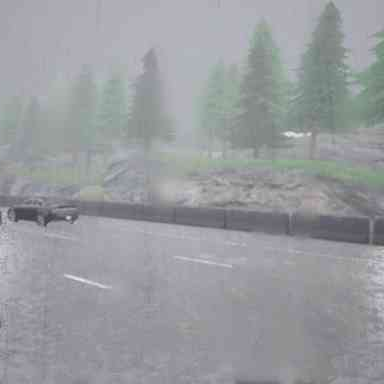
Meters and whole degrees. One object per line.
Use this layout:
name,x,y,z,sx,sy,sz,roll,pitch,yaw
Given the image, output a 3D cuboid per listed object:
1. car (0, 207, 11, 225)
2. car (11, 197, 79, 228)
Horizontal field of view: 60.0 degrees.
car,-11.043,1.025,16.071,4.892,1.490,1.837,2,1,35
car,-8.283,1.034,18.406,4.902,1.511,2.128,2,1,35
